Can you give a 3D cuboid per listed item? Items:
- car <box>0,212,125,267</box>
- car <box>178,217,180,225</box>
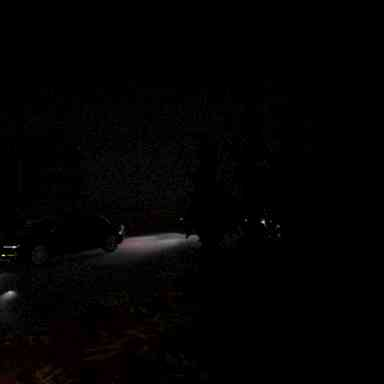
[{"bbox_3d":[-4.485,1.487,11.637,1.837,1.490,4.892,0,0,33],"label":"car"},{"bbox_3d":[1.219,1.583,19.792,1.895,1.301,4.718,0,0,35],"label":"car"}]
